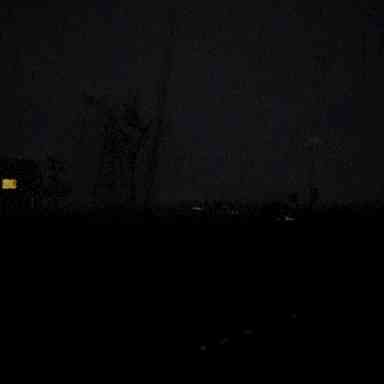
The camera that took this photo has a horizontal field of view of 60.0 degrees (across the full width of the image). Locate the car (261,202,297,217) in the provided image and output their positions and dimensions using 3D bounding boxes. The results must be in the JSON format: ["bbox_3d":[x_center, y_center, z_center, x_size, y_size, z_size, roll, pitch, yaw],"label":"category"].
[{"bbox_3d":[8.793,1.761,33.987,1.837,1.490,4.892,0,-1,-15],"label":"car"}]

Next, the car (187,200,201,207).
[{"bbox_3d":[0.339,2.271,66.925,2.128,1.511,4.902,0,-1,-15],"label":"car"}]

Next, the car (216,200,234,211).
[{"bbox_3d":[4.909,1.987,48.950,1.837,1.490,4.892,0,-1,-14],"label":"car"}]
